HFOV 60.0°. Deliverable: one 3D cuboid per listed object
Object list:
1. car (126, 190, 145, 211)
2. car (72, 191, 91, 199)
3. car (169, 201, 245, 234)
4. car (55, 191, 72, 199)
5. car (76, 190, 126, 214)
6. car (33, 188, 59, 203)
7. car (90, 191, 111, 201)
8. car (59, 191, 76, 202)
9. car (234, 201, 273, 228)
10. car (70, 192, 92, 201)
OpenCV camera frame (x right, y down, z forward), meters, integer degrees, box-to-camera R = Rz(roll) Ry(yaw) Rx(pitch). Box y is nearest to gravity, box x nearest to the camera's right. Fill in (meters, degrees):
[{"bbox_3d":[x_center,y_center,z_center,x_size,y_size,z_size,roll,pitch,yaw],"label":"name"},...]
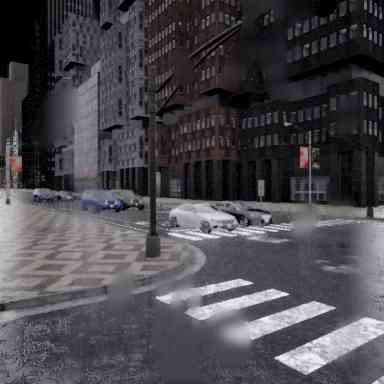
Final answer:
[{"bbox_3d":[-6.847,0.797,33.879,2.150,2.045,5.566,0,1,-35],"label":"car"},{"bbox_3d":[-21.996,0.531,66.138,2.128,1.511,4.902,0,1,-36],"label":"car"},{"bbox_3d":[0.471,1.347,18.267,1.812,1.442,4.674,0,1,-36],"label":"car"},{"bbox_3d":[-25.144,0.508,64.941,1.882,1.535,5.008,0,1,-36],"label":"car"},{"bbox_3d":[-8.433,0.830,30.530,2.150,2.045,5.566,0,1,-36],"label":"car"},{"bbox_3d":[-22.008,0.491,49.358,2.150,2.045,5.566,0,0,-36],"label":"car"},{"bbox_3d":[-15.831,0.683,57.649,1.882,1.535,5.008,0,1,-36],"label":"car"},{"bbox_3d":[-19.892,0.740,51.987,2.128,1.511,4.902,0,1,-36],"label":"car"},{"bbox_3d":[2.767,1.301,20.642,2.128,1.511,4.902,0,1,-36],"label":"car"},{"bbox_3d":[-18.934,0.744,56.417,2.033,1.411,5.357,0,1,-36],"label":"car"}]
